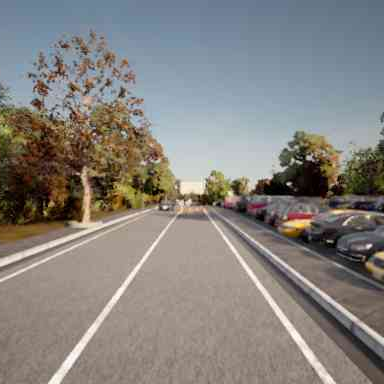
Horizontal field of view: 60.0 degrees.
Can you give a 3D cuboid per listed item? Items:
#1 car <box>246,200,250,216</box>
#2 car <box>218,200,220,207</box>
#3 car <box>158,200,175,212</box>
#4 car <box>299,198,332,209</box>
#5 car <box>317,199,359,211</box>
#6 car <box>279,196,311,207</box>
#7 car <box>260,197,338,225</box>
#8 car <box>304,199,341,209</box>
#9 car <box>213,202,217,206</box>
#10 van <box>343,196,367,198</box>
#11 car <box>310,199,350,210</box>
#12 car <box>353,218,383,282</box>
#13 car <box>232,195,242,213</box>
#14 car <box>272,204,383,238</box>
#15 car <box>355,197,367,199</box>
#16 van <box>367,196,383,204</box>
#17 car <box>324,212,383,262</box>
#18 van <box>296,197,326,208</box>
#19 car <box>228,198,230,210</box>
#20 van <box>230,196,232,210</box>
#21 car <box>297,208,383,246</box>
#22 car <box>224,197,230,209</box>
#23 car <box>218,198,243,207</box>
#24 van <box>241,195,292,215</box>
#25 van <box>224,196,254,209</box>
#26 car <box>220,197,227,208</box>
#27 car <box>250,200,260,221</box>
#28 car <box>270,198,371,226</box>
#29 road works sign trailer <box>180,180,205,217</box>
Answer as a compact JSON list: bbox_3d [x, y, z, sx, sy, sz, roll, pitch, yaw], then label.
[{"bbox_3d":[7.078,1.595,26.900,4.674,1.452,2.002,0,0,0],"label":"car"},{"bbox_3d":[7.154,2.000,54.638,4.674,1.452,2.002,0,-1,0],"label":"car"},{"bbox_3d":[-3.286,1.771,43.281,2.128,1.511,4.902,0,-1,0],"label":"car"},{"bbox_3d":[20.199,1.828,54.407,4.553,1.767,2.185,0,-1,0],"label":"car"},{"bbox_3d":[20.202,1.803,46.095,4.892,1.521,2.231,0,-1,0],"label":"car"},{"bbox_3d":[20.289,1.914,65.484,5.566,2.045,2.435,0,-1,0],"label":"car"},{"bbox_3d":[7.028,1.416,21.348,4.553,1.767,2.185,0,0,0],"label":"car"},{"bbox_3d":[20.218,1.905,51.760,5.008,1.535,2.097,0,-1,0],"label":"car"},{"bbox_3d":[7.138,1.810,60.195,5.566,2.045,2.435,0,-1,0],"label":"car"},{"bbox_3d":[20.068,1.423,37.791,4.442,1.987,1.878,0,-1,0],"label":"van"},{"bbox_3d":[20.210,1.852,48.865,5.008,1.535,2.097,0,-1,0],"label":"car"},{"bbox_3d":[6.836,1.507,7.468,5.366,1.575,1.946,0,0,0],"label":"car"},{"bbox_3d":[7.119,1.316,32.453,5.566,2.045,2.435,0,0,0],"label":"car"},{"bbox_3d":[6.859,1.526,15.796,5.366,1.575,1.946,0,0,0],"label":"car"},{"bbox_3d":[20.182,1.598,35.017,5.008,1.535,2.097,0,-1,0],"label":"car"},{"bbox_3d":[20.053,1.340,32.400,4.442,1.987,1.878,0,-1,0],"label":"van"},{"bbox_3d":[7.035,1.518,10.243,4.892,1.521,2.231,0,0,0],"label":"car"},{"bbox_3d":[20.355,1.779,57.178,4.442,1.987,1.878,0,-1,0],"label":"van"},{"bbox_3d":[7.116,1.745,40.759,4.674,1.452,2.002,0,-1,0],"label":"car"},{"bbox_3d":[6.989,1.428,37.989,4.442,1.987,1.878,0,-1,0],"label":"van"},{"bbox_3d":[7.030,1.524,13.019,4.892,1.521,2.231,0,0,0],"label":"car"},{"bbox_3d":[7.091,1.785,43.537,4.792,1.488,2.163,0,-1,0],"label":"car"},{"bbox_3d":[7.205,1.989,62.964,4.553,1.767,2.185,0,-1,0],"label":"car"},{"bbox_3d":[6.966,1.335,29.677,4.442,1.987,1.878,0,0,0],"label":"van"},{"bbox_3d":[7.260,1.683,51.867,4.442,1.987,1.878,0,-1,0],"label":"van"},{"bbox_3d":[7.141,1.857,49.087,5.008,1.535,2.097,0,-1,0],"label":"car"},{"bbox_3d":[7.062,1.548,24.124,5.008,1.535,2.097,0,0,0],"label":"car"},{"bbox_3d":[7.021,1.410,18.572,4.553,1.767,2.185,0,0,0],"label":"car"},{"bbox_3d":[0.010,0.610,32.809,2.380,3.560,2.880,0,-1,-1],"label":"road works sign trailer"}]
